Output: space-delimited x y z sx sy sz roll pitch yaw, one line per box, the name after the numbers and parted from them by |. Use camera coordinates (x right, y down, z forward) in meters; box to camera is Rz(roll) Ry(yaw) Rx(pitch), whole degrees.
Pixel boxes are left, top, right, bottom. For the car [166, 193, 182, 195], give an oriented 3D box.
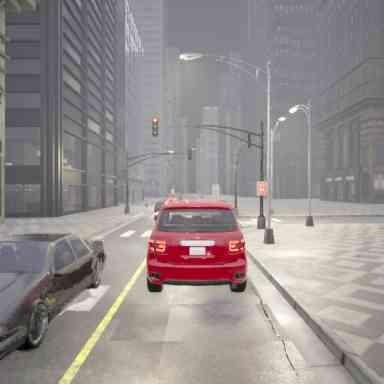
-3.113 1.228 50.642 2.150 2.045 5.566 0 0 0 | car

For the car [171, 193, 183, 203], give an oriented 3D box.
-3.019 1.235 69.097 2.150 2.045 5.566 0 0 0 | car

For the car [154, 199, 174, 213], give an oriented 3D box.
-3.109 1.566 37.864 1.994 1.385 4.181 0 0 0 | car

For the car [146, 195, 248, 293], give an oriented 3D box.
0.099 1.221 9.031 2.150 2.045 5.566 0 0 0 | car

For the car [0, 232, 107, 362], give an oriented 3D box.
-3.101 1.547 6.456 2.033 1.411 5.357 0 0 0 | car
